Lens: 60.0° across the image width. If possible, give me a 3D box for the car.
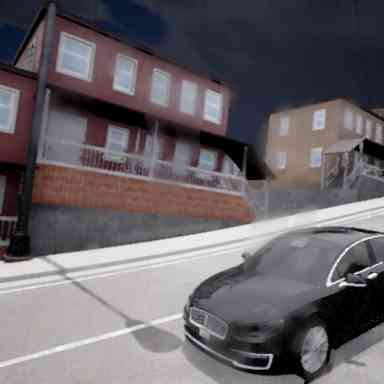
[{"bbox_3d":[2.123,1.407,5.498,4.892,1.490,1.837,-3,2,-35],"label":"car"}]
